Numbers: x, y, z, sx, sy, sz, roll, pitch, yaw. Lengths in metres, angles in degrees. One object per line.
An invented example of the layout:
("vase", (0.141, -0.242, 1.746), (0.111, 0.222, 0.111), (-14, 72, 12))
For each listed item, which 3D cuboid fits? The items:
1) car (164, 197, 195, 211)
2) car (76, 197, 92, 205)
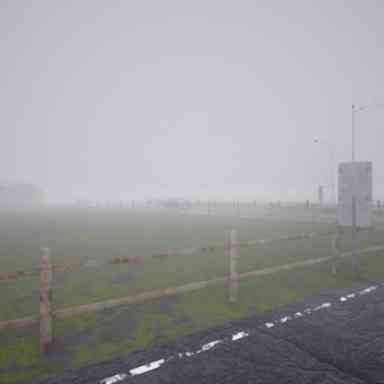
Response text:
("car", (-1.616, 1.470, 42.971), (2.097, 1.767, 4.553), (0, 0, -40))
("car", (-21.999, 1.772, 67.482), (2.128, 1.511, 4.902), (0, 0, -40))
